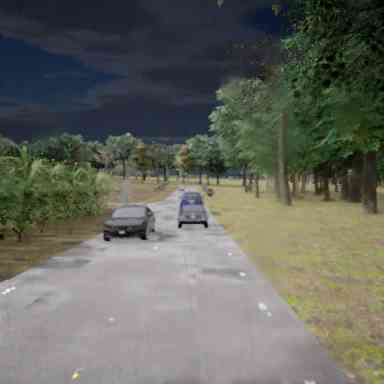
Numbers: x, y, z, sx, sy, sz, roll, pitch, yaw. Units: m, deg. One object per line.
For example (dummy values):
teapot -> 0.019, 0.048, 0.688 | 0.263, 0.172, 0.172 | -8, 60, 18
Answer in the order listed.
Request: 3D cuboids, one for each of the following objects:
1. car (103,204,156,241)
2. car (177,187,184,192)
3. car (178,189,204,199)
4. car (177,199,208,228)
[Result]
car -> -2.883, 1.378, 16.175 | 1.882, 1.535, 5.008 | 0, 0, 0
car -> -3.070, -0.798, 94.106 | 1.812, 1.442, 4.674 | 0, 3, 0
car -> -0.019, 0.978, 31.823 | 2.150, 2.045, 5.566 | 0, 1, 0
car -> 0.039, 1.398, 20.964 | 2.033, 1.411, 5.357 | 0, 0, -1
